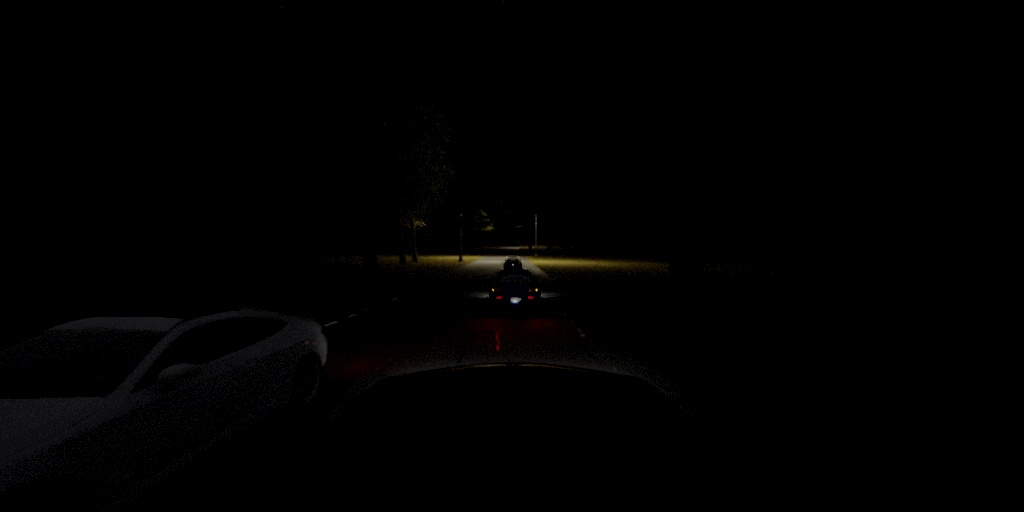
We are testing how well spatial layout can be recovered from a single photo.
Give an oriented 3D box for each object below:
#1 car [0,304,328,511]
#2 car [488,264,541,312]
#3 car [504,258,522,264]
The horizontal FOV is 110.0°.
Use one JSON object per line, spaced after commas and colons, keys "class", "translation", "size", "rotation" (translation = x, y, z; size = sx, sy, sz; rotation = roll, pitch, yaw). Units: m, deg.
{"class": "car", "translation": [-3.583, 1.271, 3.447], "size": [1.812, 1.442, 4.674], "rotation": [0, 0, 0]}
{"class": "car", "translation": [0.098, 1.221, 13.844], "size": [1.812, 1.442, 4.674], "rotation": [0, 1, 0]}
{"class": "car", "translation": [0.107, 0.874, 41.070], "size": [1.994, 1.385, 4.181], "rotation": [0, 1, 0]}
